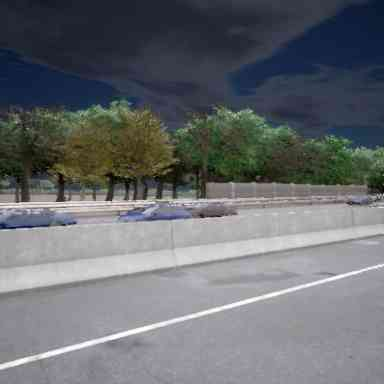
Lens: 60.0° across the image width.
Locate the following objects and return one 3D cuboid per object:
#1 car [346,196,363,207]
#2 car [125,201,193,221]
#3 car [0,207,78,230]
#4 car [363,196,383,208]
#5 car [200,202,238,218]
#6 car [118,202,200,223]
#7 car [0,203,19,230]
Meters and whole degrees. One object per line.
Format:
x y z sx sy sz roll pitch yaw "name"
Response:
23.866 1.257 46.759 5.357 1.411 2.033 -1 0 -35 "car"
-2.704 1.525 27.702 5.357 1.411 2.033 0 0 -37 "car"
-9.314 1.547 18.722 5.357 1.411 2.033 0 0 -35 "car"
17.538 1.210 29.385 4.553 1.767 2.097 -1 0 -35 "car"
1.193 1.514 26.322 5.357 1.411 2.033 0 0 -34 "car"
-2.075 1.517 19.705 4.674 1.442 1.812 0 0 -35 "car"
-13.106 1.490 19.550 4.902 1.511 2.128 0 0 -38 "car"
